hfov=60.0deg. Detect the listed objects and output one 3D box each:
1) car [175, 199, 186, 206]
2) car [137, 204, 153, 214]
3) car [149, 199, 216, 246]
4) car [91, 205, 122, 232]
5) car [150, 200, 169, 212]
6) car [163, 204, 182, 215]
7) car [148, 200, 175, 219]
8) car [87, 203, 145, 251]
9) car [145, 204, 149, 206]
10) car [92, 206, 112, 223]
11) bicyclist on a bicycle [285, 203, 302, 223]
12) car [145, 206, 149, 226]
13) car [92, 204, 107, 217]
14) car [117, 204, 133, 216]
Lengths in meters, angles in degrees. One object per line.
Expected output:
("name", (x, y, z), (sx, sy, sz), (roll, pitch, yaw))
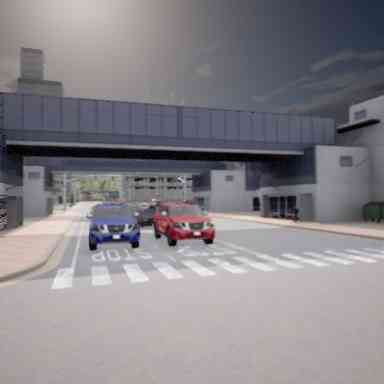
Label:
("car", (-3.199, 3.043, 95.035), (1.932, 1.855, 4.605), (0, -1, -17))
("car", (-7.384, 2.622, 52.309), (1.812, 1.442, 4.674), (0, -1, -17))
("car", (-0.575, 1.579, 17.673), (2.150, 2.045, 5.566), (0, -1, -17))
("car", (-6.687, 1.921, 25.619), (2.097, 1.767, 4.553), (0, -1, -17))
("car", (-5.854, 2.433, 58.983), (2.150, 2.045, 5.566), (0, -1, -17))
("car", (-2.986, 2.532, 49.834), (1.812, 1.442, 4.674), (0, -1, -17))
("car", (-3.848, 2.065, 40.889), (2.150, 2.045, 5.566), (0, -1, -17))
("car", (-3.939, 1.590, 16.620), (2.150, 2.045, 5.566), (0, -1, -16))
("car", (-6.512, 2.141, 36.993), (2.097, 1.767, 4.553), (0, -1, -17))
("car", (-9.502, 2.253, 34.812), (1.882, 1.535, 5.008), (0, -1, -17))
("bicyclist on a bicycle", (8.411, 1.768, 27.499), (1.656, 1.620, 0.582), (0, -1, -17))
("car", (-3.589, 2.124, 27.451), (2.033, 1.411, 5.357), (0, -1, -17))
("car", (-12.706, 2.488, 45.365), (1.882, 1.535, 5.008), (0, -1, -16))
("car", (-9.502, 2.514, 46.859), (1.837, 1.490, 4.892), (0, -1, -17))
